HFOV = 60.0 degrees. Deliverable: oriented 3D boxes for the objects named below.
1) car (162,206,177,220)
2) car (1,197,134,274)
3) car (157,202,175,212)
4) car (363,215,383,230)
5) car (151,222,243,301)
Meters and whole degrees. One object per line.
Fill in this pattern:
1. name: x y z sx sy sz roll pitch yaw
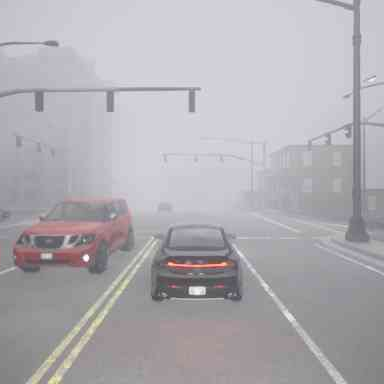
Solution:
1. car: -3.628 3.522 54.965 2.128 1.511 4.902 0 -12 0
2. car: -3.431 1.220 10.921 2.150 2.045 5.566 0 0 3
3. car: -3.630 2.066 45.558 1.837 1.490 4.892 0 -5 0
4. car: 16.049 2.655 28.207 4.181 1.385 1.994 8 0 0
5. car: 0.094 1.505 8.321 1.837 1.490 4.892 0 0 0
